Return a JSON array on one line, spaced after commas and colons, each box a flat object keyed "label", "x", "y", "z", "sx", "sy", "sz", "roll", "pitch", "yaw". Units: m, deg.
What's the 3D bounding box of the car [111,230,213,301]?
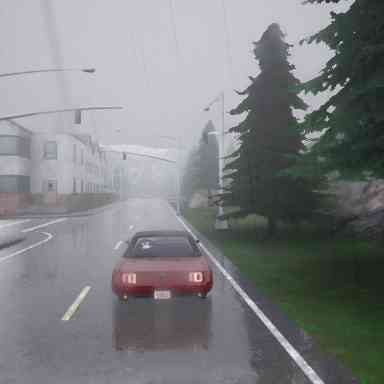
[{"label": "car", "x": -0.726, "y": 1.601, "z": 8.317, "sx": 1.895, "sy": 1.301, "sz": 4.718, "roll": 0, "pitch": 0, "yaw": -5}]
